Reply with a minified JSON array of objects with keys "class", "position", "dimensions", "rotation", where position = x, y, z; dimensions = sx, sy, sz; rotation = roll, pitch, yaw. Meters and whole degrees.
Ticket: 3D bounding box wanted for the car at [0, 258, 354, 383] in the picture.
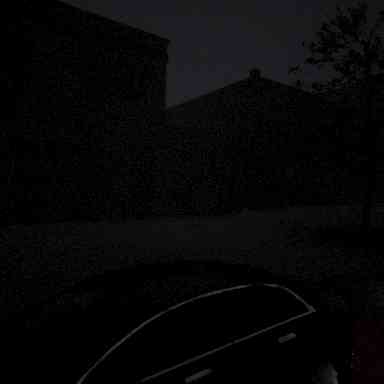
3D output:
[{"class":"car","position":[-0.412,1.506,3.084],"dimensions":[4.892,1.490,1.837],"rotation":[0,0,-36]}]
